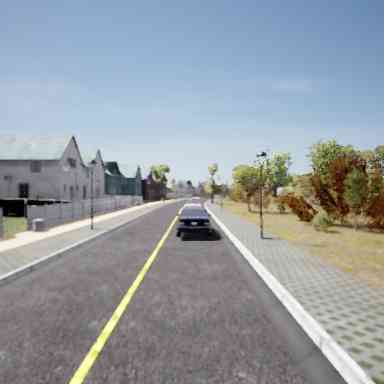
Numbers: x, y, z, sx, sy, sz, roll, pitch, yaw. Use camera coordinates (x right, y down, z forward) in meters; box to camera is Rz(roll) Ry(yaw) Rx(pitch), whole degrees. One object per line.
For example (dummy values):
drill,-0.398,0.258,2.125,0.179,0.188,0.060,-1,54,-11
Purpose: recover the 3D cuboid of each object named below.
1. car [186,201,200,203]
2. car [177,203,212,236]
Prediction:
car,0.117,1.622,37.967,1.895,1.301,4.718,0,0,0
car,0.107,1.560,18.510,2.033,1.411,5.357,0,0,0
